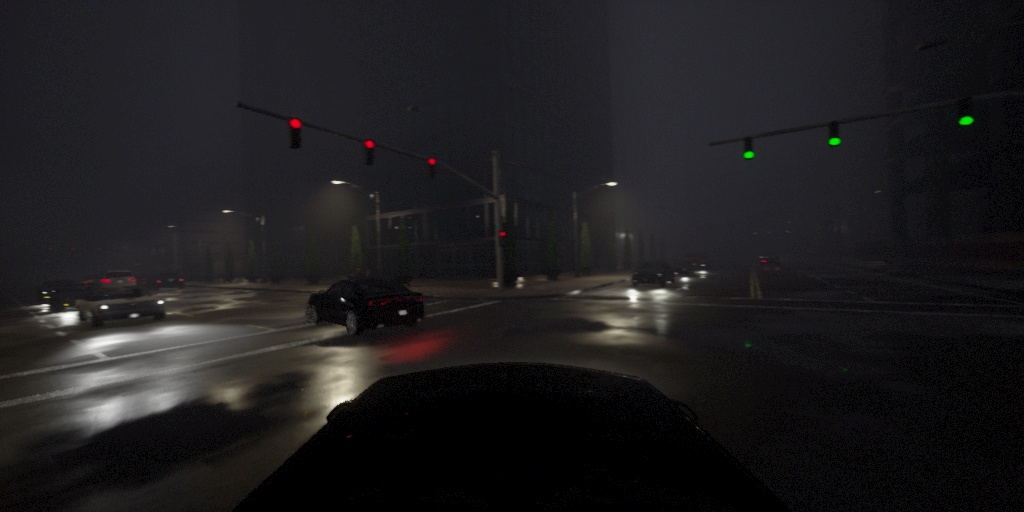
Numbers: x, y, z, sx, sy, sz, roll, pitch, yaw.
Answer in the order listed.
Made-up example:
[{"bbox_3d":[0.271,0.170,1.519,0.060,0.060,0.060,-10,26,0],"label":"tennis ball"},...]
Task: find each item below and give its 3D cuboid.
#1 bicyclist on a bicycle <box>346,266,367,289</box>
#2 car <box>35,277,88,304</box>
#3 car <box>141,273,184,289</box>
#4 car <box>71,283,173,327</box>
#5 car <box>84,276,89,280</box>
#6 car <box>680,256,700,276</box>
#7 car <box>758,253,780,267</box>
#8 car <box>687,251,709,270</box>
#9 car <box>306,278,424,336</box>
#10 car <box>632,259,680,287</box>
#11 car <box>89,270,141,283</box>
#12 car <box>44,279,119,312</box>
[{"bbox_3d":[-11.126,1.552,25.700,0.582,1.620,1.656,-2,0,34],"label":"bicyclist on a bicycle"},{"bbox_3d":[-32.187,2.478,25.543,4.892,1.490,1.837,-2,0,34],"label":"car"},{"bbox_3d":[-35.081,2.489,36.188,4.553,1.767,2.097,-2,0,34],"label":"car"},{"bbox_3d":[-15.696,1.940,14.377,4.718,1.301,1.895,-2,0,34],"label":"car"},{"bbox_3d":[-44.864,2.839,38.483,4.553,1.767,2.097,-2,0,34],"label":"car"},{"bbox_3d":[15.037,0.994,31.935,2.033,1.411,5.357,-2,0,34],"label":"car"},{"bbox_3d":[31.094,0.565,43.272,1.895,1.301,4.718,-2,0,34],"label":"car"},{"bbox_3d":[20.980,0.518,40.742,2.150,2.045,5.566,-2,0,34],"label":"car"},{"bbox_3d":[-4.799,1.437,11.426,5.008,1.535,1.882,-2,-1,42],"label":"car"},{"bbox_3d":[9.201,1.071,23.191,1.882,1.535,5.008,-2,0,34],"label":"car"},{"bbox_3d":[-36.400,2.383,32.795,5.566,2.045,2.150,-2,0,35],"label":"car"},{"bbox_3d":[-23.970,2.221,19.929,4.181,1.385,1.994,-2,0,33],"label":"car"}]
